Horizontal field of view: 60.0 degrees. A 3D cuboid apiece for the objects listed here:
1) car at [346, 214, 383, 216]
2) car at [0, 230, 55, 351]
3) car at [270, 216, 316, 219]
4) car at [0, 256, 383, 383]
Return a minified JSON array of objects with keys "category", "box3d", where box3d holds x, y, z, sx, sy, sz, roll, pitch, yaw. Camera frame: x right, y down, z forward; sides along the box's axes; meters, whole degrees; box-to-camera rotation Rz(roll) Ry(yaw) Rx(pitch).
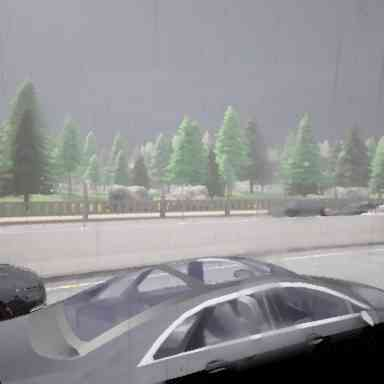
[{"category":"car","box3d":[11.956,1.516,20.215,4.674,1.442,1.812,0,0,-19]},{"category":"car","box3d":[-4.657,1.505,4.574,4.892,1.490,1.837,0,0,-32]},{"category":"car","box3d":[8.235,1.342,26.323,4.553,1.767,2.097,0,0,-19]},{"category":"car","box3d":[0.574,1.490,3.568,4.902,1.511,2.128,0,0,-29]}]
